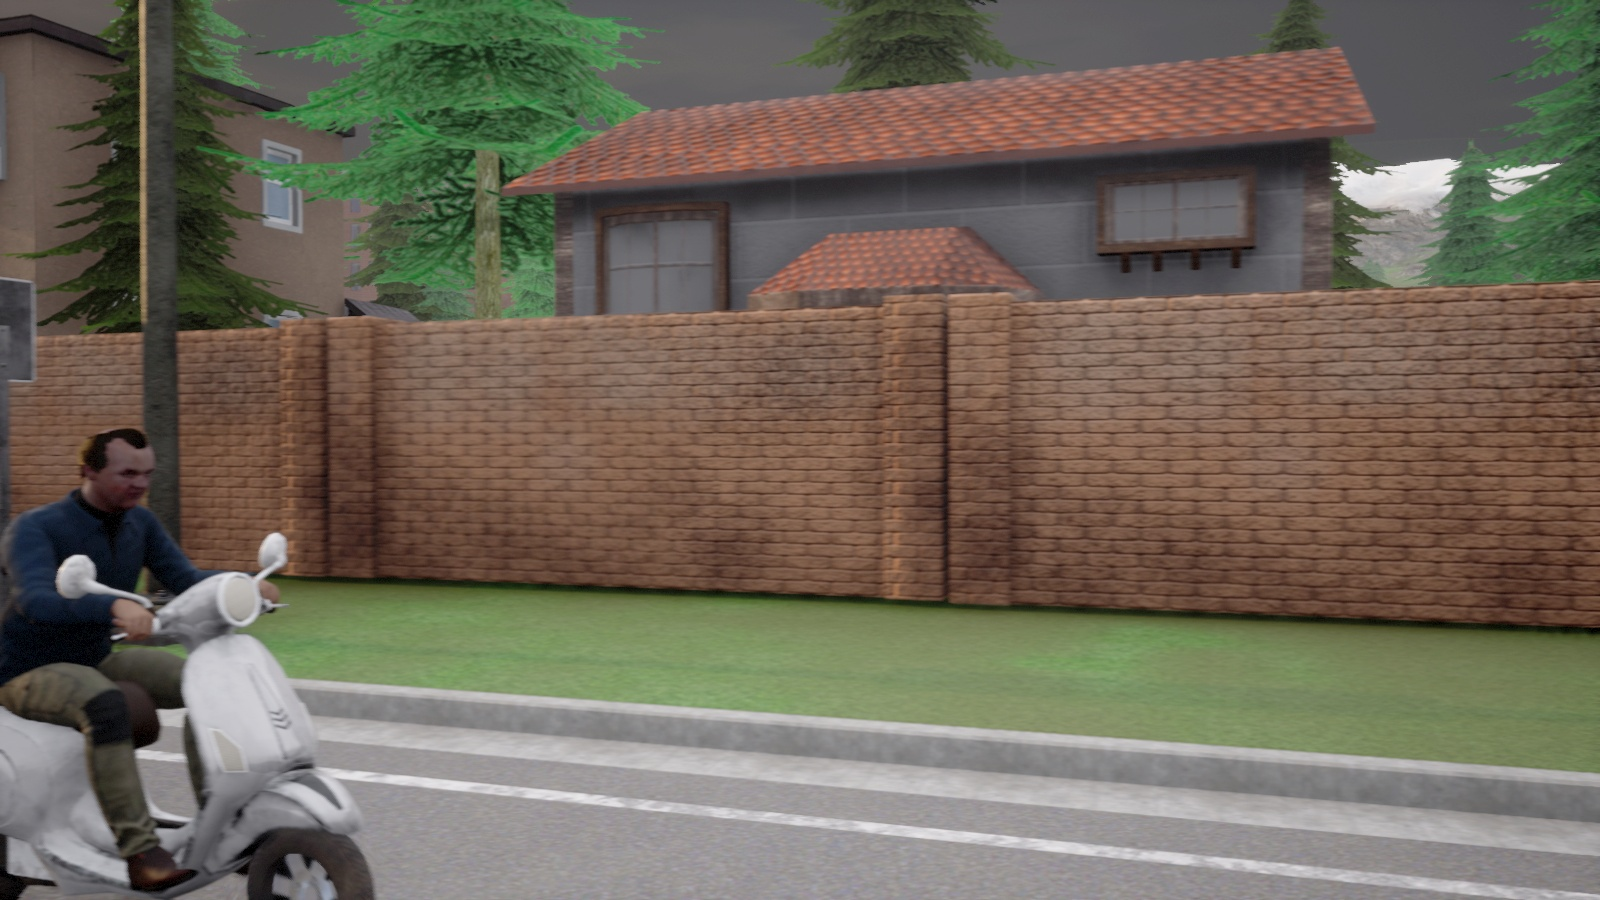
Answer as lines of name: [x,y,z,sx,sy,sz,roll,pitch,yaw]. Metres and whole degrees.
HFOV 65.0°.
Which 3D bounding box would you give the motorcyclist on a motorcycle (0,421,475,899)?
motorcyclist on a motorcycle: [-2.033,0.710,3.876,1.817,1.590,0.866,1,1,19]
